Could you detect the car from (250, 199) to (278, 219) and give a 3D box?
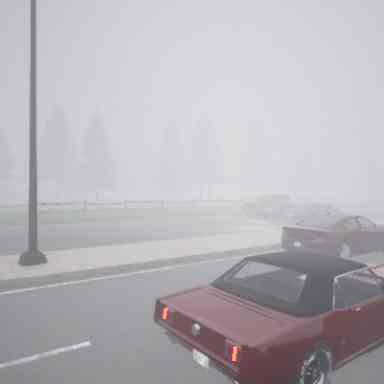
[{"bbox_3d":[7.713,1.531,27.672,5.357,1.411,2.033,0,0,-35],"label":"car"}]

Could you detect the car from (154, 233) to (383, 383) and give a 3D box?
[{"bbox_3d":[1.907,1.598,5.056,4.718,1.301,1.895,0,0,-35],"label":"car"}]

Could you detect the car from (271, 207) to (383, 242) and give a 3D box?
[{"bbox_3d":[5.289,1.472,11.736,5.008,1.535,1.882,0,0,-35],"label":"car"}]

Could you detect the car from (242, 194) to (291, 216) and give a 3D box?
[{"bbox_3d":[7.295,1.191,31.633,5.566,2.045,2.150,0,0,-35],"label":"car"}]

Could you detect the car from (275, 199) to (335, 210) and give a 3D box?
[{"bbox_3d":[8.717,1.479,24.117,4.902,1.511,2.128,0,0,-35],"label":"car"}]
